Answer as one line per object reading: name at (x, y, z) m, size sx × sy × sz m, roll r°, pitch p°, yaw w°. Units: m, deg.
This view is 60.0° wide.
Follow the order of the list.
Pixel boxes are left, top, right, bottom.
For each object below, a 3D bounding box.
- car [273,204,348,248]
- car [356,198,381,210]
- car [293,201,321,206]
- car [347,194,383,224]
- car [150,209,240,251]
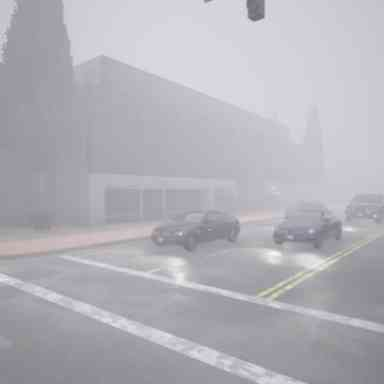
car at (5.245, 1.482, 14.739) m, size 1.812 × 1.442 × 4.674 m, roll 0°, pitch 0°, yaw 38°
car at (21.882, 1.483, 41.191) m, size 1.895 × 1.301 × 4.718 m, roll 0°, pitch 0°, yaw 39°
car at (8.392, 1.418, 24.335) m, size 2.128 × 1.511 × 4.902 m, roll 0°, pitch 0°, yaw 38°
car at (12.985, 1.152, 24.486) m, size 2.150 × 2.045 × 5.566 m, roll 0°, pitch 0°, yaw 39°
car at (0.312, 1.483, 14.102) m, size 1.812 × 1.442 × 4.674 m, roll 0°, pitch 0°, yaw 40°
